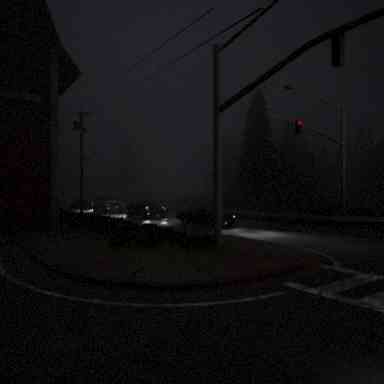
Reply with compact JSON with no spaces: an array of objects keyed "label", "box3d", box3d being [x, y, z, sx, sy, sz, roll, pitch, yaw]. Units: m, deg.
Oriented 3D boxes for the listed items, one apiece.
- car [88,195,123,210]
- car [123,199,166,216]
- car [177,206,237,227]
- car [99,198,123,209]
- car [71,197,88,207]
[{"label":"car","box3d":[-9.680,1.332,38.292,2.150,2.045,5.566,0,0,-35]},{"label":"car","box3d":[-4.181,1.443,30.262,2.097,1.767,4.553,0,0,-34]},{"label":"car","box3d":[0.922,1.674,22.819,1.895,1.301,4.718,0,0,-34]},{"label":"car","box3d":[-11.614,1.655,47.647,1.812,1.442,4.674,0,0,-34]},{"label":"car","box3d":[-15.441,1.483,46.753,2.097,1.767,4.553,0,0,-34]}]
